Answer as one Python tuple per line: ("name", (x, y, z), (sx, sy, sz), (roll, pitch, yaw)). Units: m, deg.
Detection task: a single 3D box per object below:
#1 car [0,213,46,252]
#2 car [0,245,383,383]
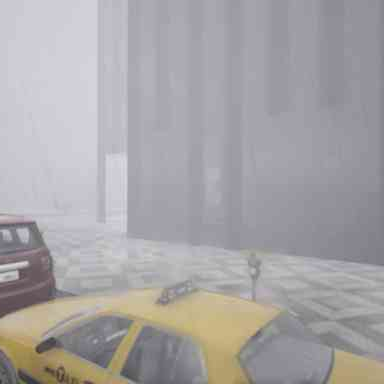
("car", (-4.616, 1.318, 6.255), (5.009, 1.841, 2.192), (0, 0, 36))
("car", (-0.338, 1.526, 3.203), (4.829, 1.417, 1.752), (0, 0, 36))
